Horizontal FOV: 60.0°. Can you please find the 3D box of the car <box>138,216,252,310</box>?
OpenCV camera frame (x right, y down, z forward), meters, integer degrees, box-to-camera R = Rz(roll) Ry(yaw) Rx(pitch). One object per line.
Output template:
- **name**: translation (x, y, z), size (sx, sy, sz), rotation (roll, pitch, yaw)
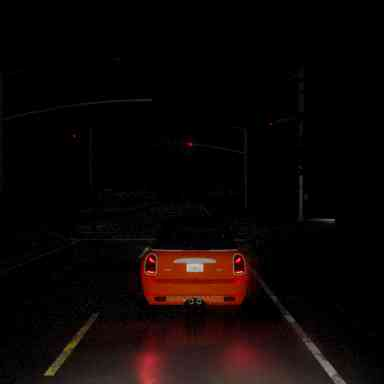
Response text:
- **car**: translation (0.058, 1.352, 7.974), size (2.097, 1.767, 4.553), rotation (0, 0, 0)
